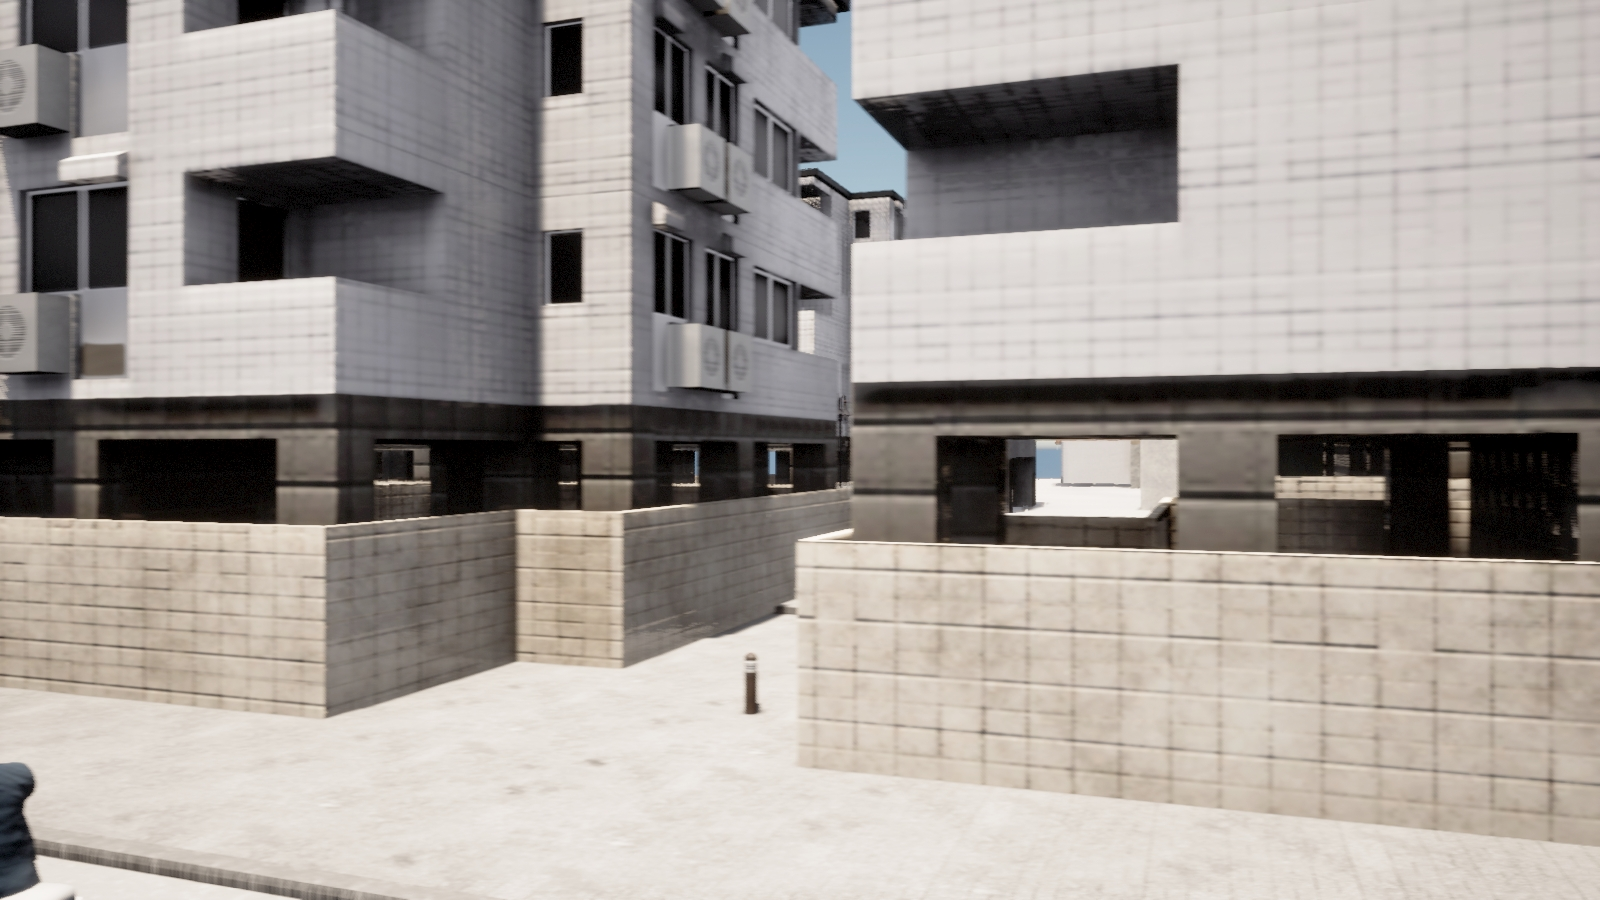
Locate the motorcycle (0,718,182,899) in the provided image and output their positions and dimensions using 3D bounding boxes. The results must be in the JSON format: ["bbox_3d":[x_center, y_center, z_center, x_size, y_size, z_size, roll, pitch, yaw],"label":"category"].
[{"bbox_3d":[-3.872,1.962,5.226,1.805,1.236,0.856,0,0,20],"label":"motorcycle"}]
